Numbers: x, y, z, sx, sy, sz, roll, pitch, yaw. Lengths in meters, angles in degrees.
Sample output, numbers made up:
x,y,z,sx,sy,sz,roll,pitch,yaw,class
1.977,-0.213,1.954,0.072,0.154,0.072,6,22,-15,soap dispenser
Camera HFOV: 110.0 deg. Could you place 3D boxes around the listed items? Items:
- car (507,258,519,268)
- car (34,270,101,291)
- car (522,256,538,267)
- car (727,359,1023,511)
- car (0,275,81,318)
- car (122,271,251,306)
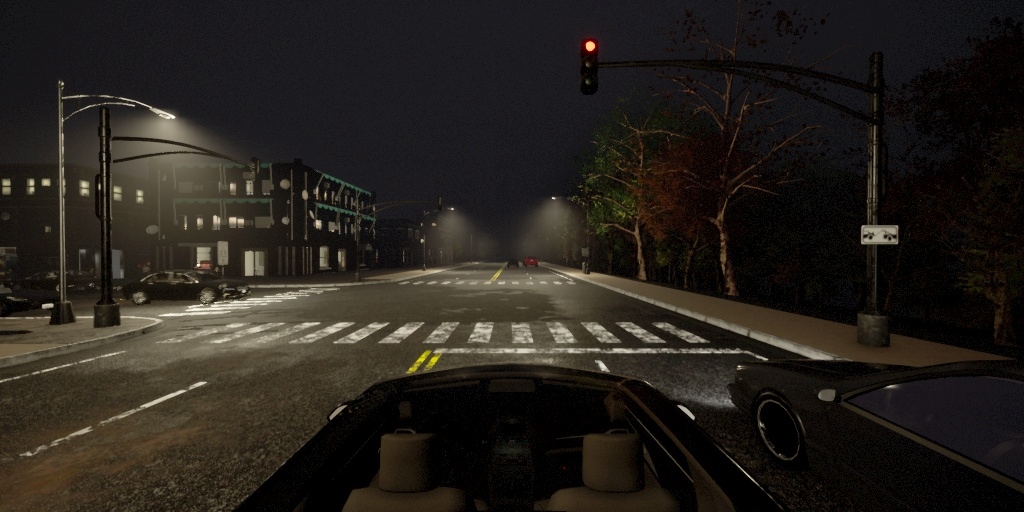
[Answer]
x,y,z,sx,sy,sz,roll,pitch,yaw,class
0.178,1.229,61.891,1.837,1.490,4.892,0,-1,0,car
-28.254,1.560,22.247,4.403,1.370,2.007,0,0,0,car
3.428,0.948,63.942,2.150,2.045,5.566,0,0,0,car
3.326,1.297,1.736,2.033,1.411,5.357,0,0,3,car
-19.933,1.565,13.723,4.313,1.339,1.948,0,0,0,car
-14.881,1.416,16.556,4.892,1.490,1.837,-1,1,-2,car
